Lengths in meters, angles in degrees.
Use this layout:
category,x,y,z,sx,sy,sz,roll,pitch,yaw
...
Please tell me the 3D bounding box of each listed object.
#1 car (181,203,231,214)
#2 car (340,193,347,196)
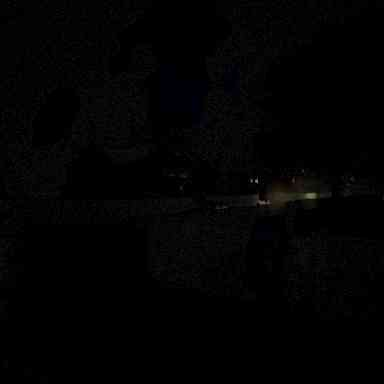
category,x,y,z,sx,sy,sz,roll,pitch,yaw
car,1.411,1.389,21.618,2.033,1.411,5.357,0,0,37
car,23.190,0.932,51.646,2.097,1.767,4.553,0,0,36
